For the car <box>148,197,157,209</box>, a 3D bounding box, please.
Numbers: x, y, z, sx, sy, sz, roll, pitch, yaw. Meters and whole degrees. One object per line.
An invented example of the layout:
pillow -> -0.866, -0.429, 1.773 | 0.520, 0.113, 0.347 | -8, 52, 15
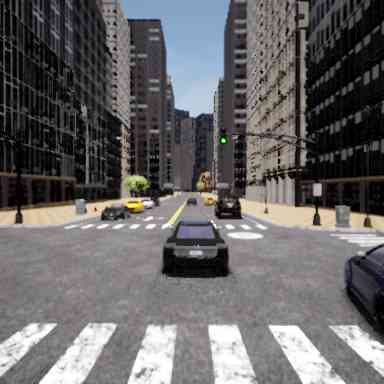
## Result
car -> -6.533, 1.670, 47.582 | 1.812, 1.442, 4.674 | 0, 0, 1

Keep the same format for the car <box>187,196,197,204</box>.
car -> -0.004, 1.680, 70.469 | 1.882, 1.535, 5.008 | 0, 0, 0

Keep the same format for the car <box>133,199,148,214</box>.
car -> -6.585, 1.596, 38.134 | 1.882, 1.535, 5.008 | 0, 0, 0

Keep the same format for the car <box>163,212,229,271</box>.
car -> 0.110, 1.649, 11.330 | 1.994, 1.385, 4.181 | 1, 1, 0

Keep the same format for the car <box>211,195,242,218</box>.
car -> 3.348, 1.322, 31.714 | 2.150, 2.045, 5.566 | 0, 0, 0

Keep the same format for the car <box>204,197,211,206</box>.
car -> 3.250, 1.654, 60.006 | 1.882, 1.535, 5.008 | 0, 0, 0

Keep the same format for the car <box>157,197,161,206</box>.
car -> -6.504, 1.676, 57.782 | 1.837, 1.490, 4.892 | 0, 0, 0

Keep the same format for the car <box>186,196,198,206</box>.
car -> -0.004, 1.683, 60.410 | 1.837, 1.490, 4.892 | 0, 0, 0

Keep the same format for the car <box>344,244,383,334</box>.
car -> 4.309, 1.673, 6.414 | 1.994, 1.385, 4.181 | 0, -2, 14

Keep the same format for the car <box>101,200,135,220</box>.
car -> -6.592, 1.657, 29.205 | 1.994, 1.385, 4.181 | 0, 0, 0
